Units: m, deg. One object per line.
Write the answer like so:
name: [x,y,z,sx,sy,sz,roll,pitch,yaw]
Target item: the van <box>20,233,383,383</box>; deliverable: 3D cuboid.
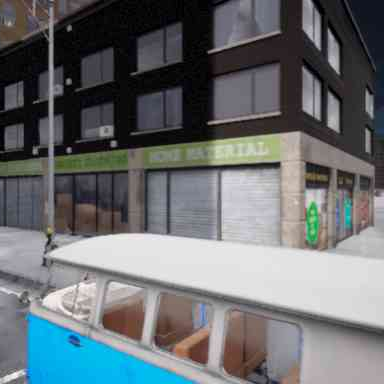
van: [0.275,1.335,2.657,3.998,1.788,1.690,0,0,36]
